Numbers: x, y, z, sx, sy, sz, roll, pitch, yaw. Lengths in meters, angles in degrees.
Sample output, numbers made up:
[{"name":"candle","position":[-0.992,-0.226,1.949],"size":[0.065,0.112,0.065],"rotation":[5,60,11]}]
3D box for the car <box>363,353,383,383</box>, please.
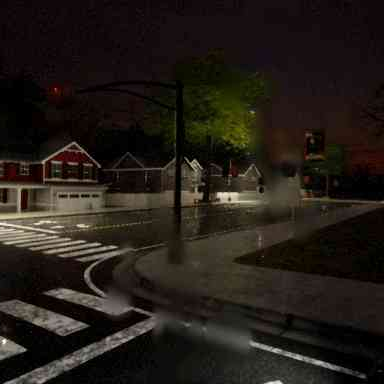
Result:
[{"name":"car","position":[3.328,1.506,1.308],"size":[4.892,1.490,1.837],"rotation":[0,0,35]}]
